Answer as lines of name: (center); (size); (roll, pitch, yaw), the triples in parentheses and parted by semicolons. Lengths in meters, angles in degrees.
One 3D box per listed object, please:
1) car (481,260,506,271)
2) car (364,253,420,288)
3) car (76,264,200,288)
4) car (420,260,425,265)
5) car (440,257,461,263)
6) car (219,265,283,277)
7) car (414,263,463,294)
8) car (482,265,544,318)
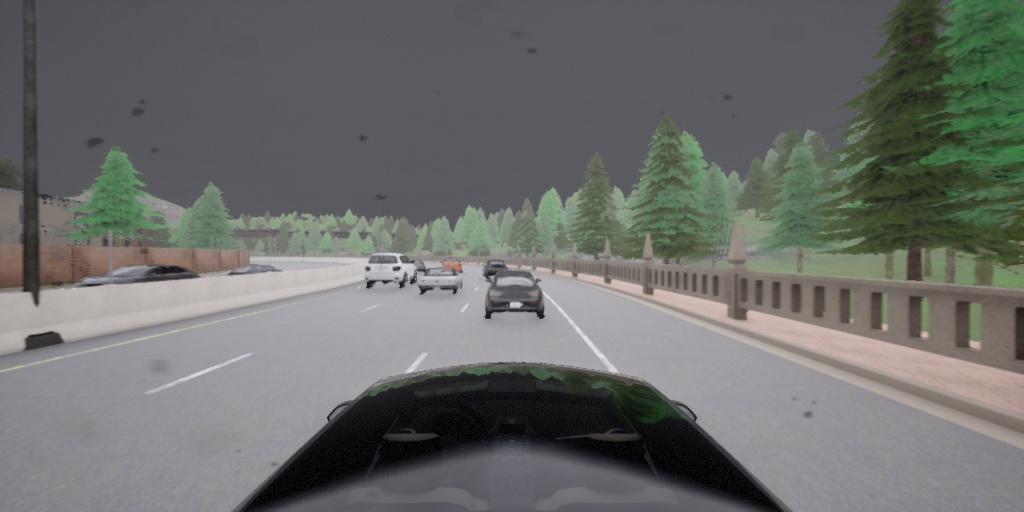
car: (-1.497, 1.087, 30.562); (1.837, 1.490, 4.892); (0, 0, -9)
car: (-7.463, 0.852, 22.462); (2.150, 2.045, 5.566); (0, 0, -5)
car: (-17.781, 1.171, 17.412); (1.837, 1.490, 4.892); (0, 0, -2)
car: (-10.465, 1.099, 39.082); (1.994, 1.385, 4.181); (0, 0, -14)
car: (-6.298, 0.898, 36.859); (2.097, 1.767, 4.553); (0, 0, -12)
car: (-14.400, 1.212, 20.042); (1.994, 1.385, 4.181); (0, 0, -4)
car: (-3.704, 1.249, 19.284); (1.895, 1.301, 4.718); (0, 0, -4)
car: (0.055, 1.213, 12.479); (1.812, 1.442, 4.674); (0, 0, -1)
